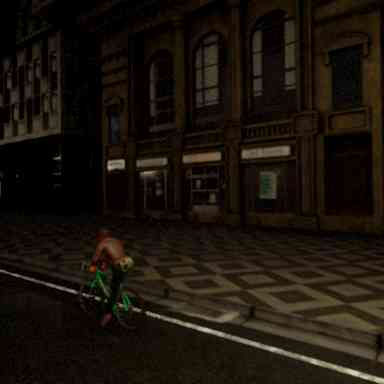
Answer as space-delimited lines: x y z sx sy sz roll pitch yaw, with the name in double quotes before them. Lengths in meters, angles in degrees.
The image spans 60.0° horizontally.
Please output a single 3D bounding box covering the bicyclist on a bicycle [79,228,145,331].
"bicyclist on a bicycle" -1.413 1.444 5.669 1.656 1.620 0.582 0 0 35
